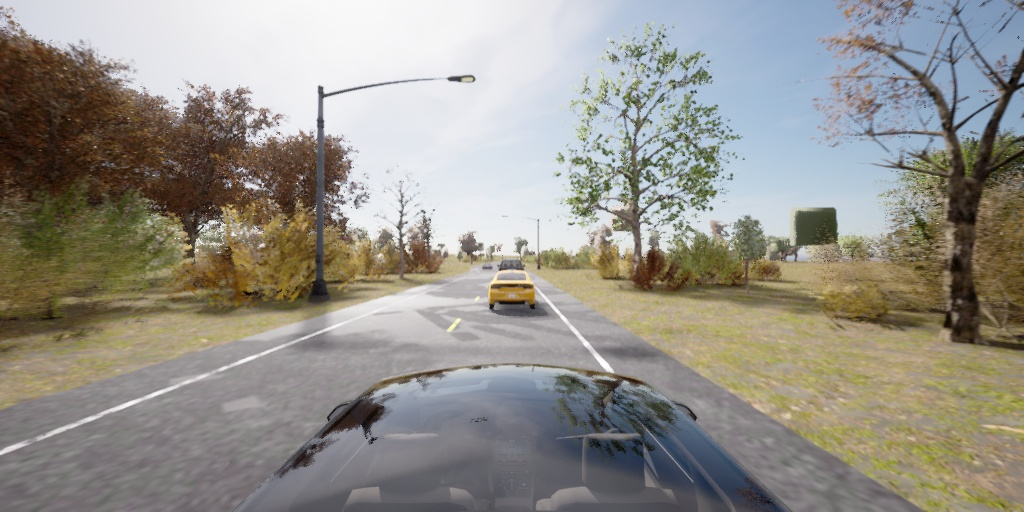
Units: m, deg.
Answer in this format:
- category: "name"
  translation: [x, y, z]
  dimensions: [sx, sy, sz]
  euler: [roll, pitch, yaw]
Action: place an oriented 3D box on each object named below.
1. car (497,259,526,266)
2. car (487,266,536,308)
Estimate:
- category: "car"
  translation: [-0.059, 1.271, 29.444]
  dimensions: [2.150, 2.045, 5.566]
  euler: [0, 0, 0]
- category: "car"
  translation: [0.013, 1.381, 16.104]
  dimensions: [1.882, 1.535, 5.008]
  euler: [0, 0, 0]
